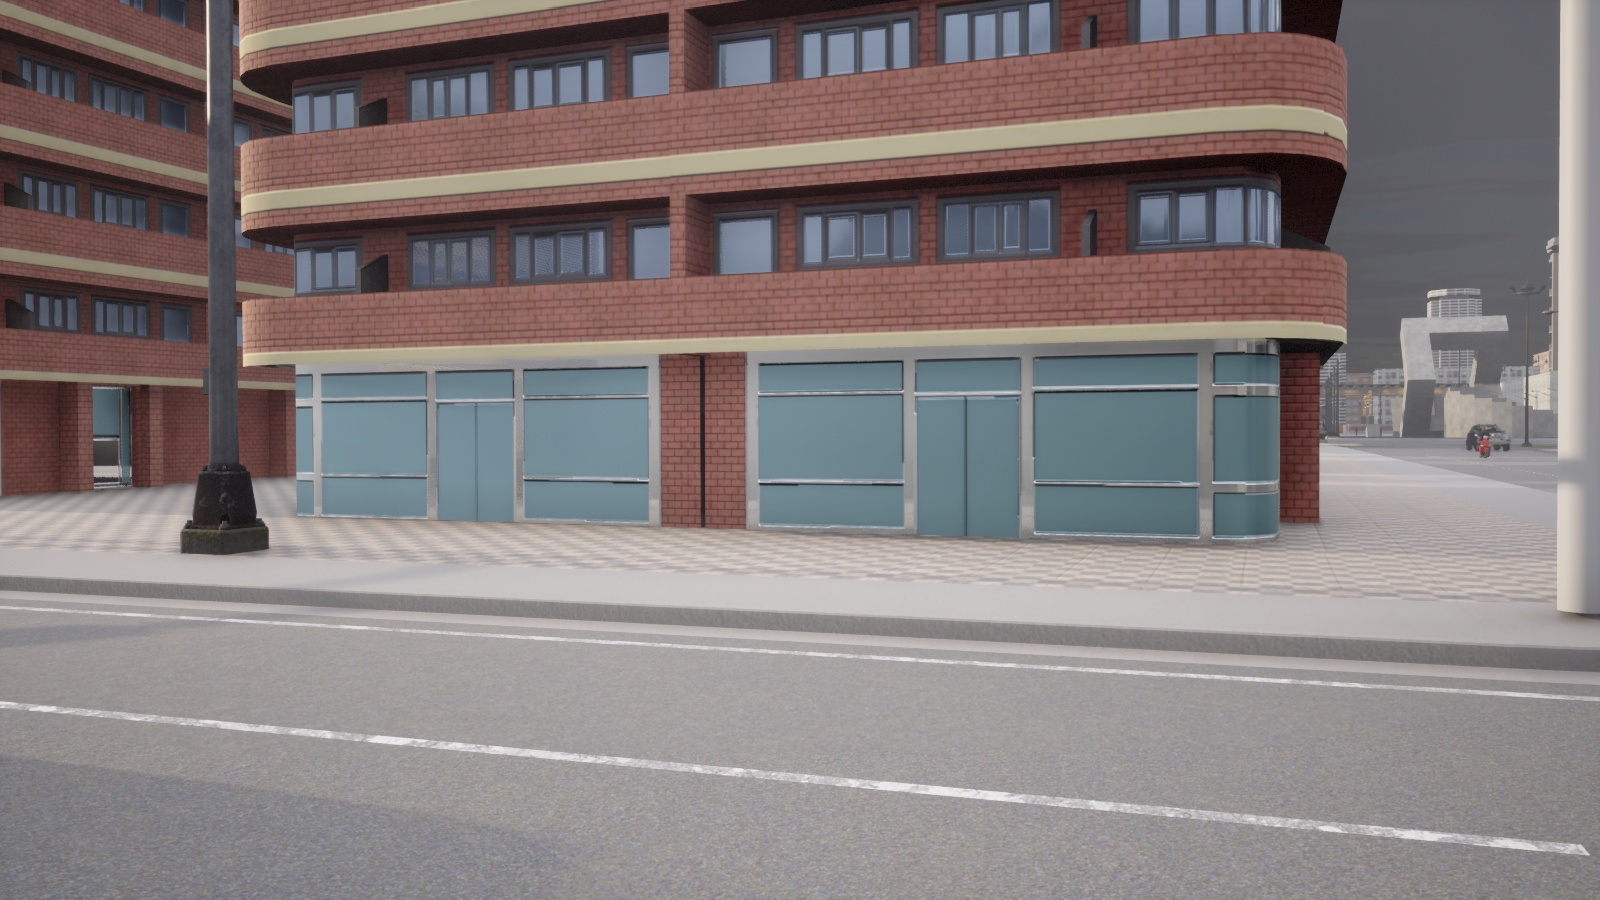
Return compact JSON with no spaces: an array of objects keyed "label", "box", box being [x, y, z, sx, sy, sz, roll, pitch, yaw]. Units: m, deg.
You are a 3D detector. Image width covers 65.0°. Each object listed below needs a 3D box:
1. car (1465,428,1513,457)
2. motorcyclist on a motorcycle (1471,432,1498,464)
[{"label":"car","box":[44.887,-0.500,81.911,1.932,1.855,4.605,1,1,18]},{"label":"motorcyclist on a motorcycle","box":[34.308,-0.099,62.960,0.866,1.590,1.817,1,1,20]}]
